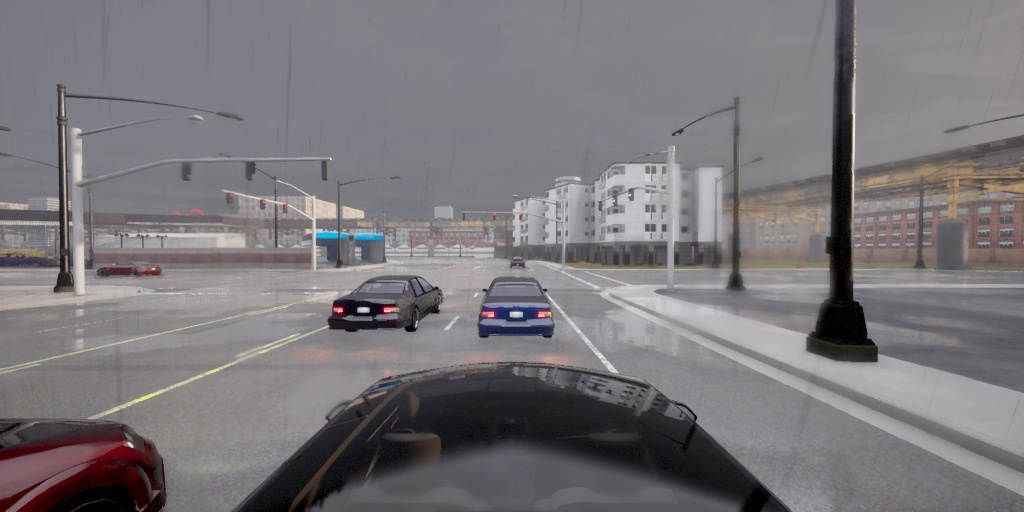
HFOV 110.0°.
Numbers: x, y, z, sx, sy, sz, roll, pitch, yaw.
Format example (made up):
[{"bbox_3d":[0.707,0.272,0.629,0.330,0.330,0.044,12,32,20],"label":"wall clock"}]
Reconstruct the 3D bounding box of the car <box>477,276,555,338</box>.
[{"bbox_3d":[0.090,1.279,10.128,2.033,1.411,5.357,0,0,0],"label":"car"}]

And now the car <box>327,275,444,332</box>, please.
[{"bbox_3d":[-3.406,1.274,10.730,2.033,1.411,5.357,0,0,0],"label":"car"}]

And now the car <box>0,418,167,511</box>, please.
[{"bbox_3d":[-3.395,1.314,0.733,1.994,1.385,4.181,0,0,0],"label":"car"}]

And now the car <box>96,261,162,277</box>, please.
[{"bbox_3d":[-33.041,1.084,30.989,4.181,1.385,1.994,0,1,-1],"label":"car"}]

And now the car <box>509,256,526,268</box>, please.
[{"bbox_3d":[0.708,0.772,46.075,1.837,1.490,4.892,0,1,0],"label":"car"}]
